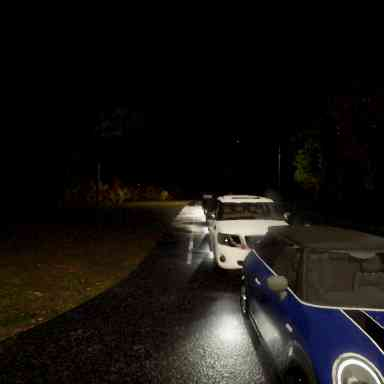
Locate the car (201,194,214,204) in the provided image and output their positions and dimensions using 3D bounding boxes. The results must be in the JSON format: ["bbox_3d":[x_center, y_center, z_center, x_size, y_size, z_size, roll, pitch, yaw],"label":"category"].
[{"bbox_3d":[2.578,1.199,56.176,2.128,1.511,4.902,0,0,3],"label":"car"}]

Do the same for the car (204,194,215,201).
[{"bbox_3d":[3.693,1.187,69.753,1.994,1.385,4.181,0,0,6],"label":"car"}]

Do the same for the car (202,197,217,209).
[{"bbox_3d":[2.226,1.376,43.189,1.895,1.301,4.718,0,0,1],"label":"car"}]

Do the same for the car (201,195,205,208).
[{"bbox_3d":[2.002,1.317,30.368,1.882,1.535,5.008,0,0,1],"label":"car"}]

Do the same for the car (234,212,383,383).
[{"bbox_3d":[1.936,1.338,4.186,2.097,1.767,4.553,0,0,-1],"label":"car"}]

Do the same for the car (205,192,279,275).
[{"bbox_3d":[1.680,1.160,10.531,2.150,2.045,5.566,0,0,1],"label":"car"}]

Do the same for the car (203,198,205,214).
[{"bbox_3d":[1.881,1.380,23.119,1.837,1.490,4.892,0,0,1],"label":"car"}]
